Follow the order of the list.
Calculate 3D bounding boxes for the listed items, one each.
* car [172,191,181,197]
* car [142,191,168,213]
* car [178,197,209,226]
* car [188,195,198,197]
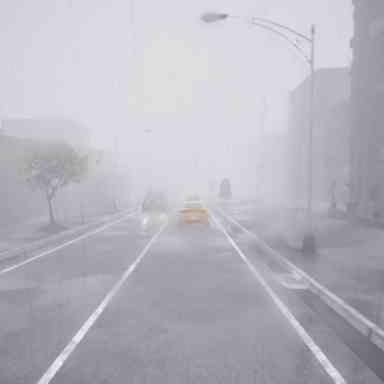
[{"bbox_3d":[-3.461,0.408,74.726,1.882,1.535,5.008,0,1,0],"label":"car"},{"bbox_3d":[-3.595,0.912,33.096,2.150,2.045,5.566,0,1,0],"label":"car"},{"bbox_3d":[0.099,1.333,22.150,1.882,1.535,5.008,0,1,0],"label":"car"},{"bbox_3d":[0.094,1.086,42.687,1.994,1.385,4.181,0,1,0],"label":"car"}]
